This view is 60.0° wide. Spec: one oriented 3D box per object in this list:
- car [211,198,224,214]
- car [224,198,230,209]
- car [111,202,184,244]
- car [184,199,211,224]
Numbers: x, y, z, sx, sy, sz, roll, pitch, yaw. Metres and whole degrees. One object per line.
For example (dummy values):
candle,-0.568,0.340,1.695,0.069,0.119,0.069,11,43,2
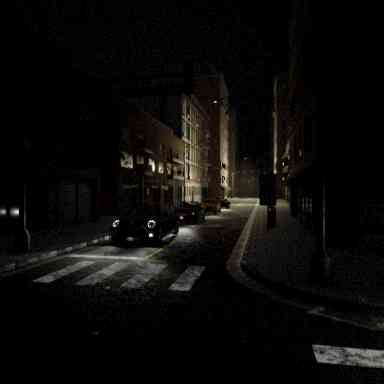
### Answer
car,1.817,1.417,34.127,1.882,1.535,5.008,0,0,12
car,3.927,1.480,43.863,1.994,1.385,4.181,0,0,13
car,-2.073,1.326,15.770,2.097,1.767,4.553,0,0,12
car,-0.194,1.450,24.710,2.128,1.511,4.902,0,0,12
